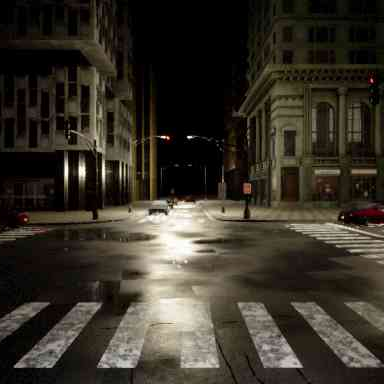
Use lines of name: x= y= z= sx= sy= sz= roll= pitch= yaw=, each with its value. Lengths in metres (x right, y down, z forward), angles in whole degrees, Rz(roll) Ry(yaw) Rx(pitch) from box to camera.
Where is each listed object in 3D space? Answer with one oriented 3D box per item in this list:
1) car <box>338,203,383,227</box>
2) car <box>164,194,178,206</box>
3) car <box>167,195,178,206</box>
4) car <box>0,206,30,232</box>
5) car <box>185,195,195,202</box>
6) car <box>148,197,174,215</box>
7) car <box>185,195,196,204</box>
car: x=11.319 y=1.368 z=20.553 sx=4.181 sy=1.385 sz=1.994 roll=-1 pitch=0 yaw=0
car: x=-3.361 y=1.299 z=53.799 sx=2.097 sy=1.767 sz=4.553 roll=0 pitch=0 yaw=0
car: x=-3.291 y=1.458 z=43.506 sx=2.128 sy=1.511 sz=4.902 roll=0 pitch=0 yaw=0
car: x=-12.721 y=1.602 z=20.504 sx=5.008 sy=1.535 sz=1.882 roll=-1 pitch=0 yaw=0
car: x=-0.423 y=1.454 z=73.678 sx=1.994 sy=1.385 sz=4.181 roll=0 pitch=0 yaw=0
car: x=-3.214 y=1.528 z=33.590 sx=2.033 sy=1.411 sz=5.357 roll=0 pitch=0 yaw=0
car: x=-0.256 y=1.451 z=63.866 sx=1.812 sy=1.442 sz=4.674 roll=0 pitch=0 yaw=0
